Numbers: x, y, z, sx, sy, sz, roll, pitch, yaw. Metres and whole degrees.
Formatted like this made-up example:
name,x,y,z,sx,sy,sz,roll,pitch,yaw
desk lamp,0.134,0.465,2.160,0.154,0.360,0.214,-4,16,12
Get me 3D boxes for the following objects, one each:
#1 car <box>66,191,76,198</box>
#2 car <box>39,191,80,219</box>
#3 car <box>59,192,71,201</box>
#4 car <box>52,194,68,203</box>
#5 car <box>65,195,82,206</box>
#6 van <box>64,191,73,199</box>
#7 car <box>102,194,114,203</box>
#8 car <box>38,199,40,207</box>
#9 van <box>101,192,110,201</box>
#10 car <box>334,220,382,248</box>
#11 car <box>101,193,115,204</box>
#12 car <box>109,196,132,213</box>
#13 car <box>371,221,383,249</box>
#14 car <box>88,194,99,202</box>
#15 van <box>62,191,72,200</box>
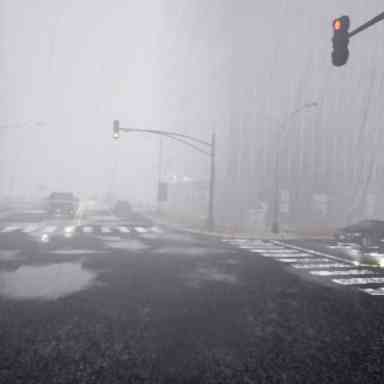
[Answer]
name,x,y,z,sx,sy,sz,roll,pitch,yaw
car,-31.322,0.596,86.300,2.192,1.841,5.009,2,0,-17
car,-10.437,0.994,26.663,2.150,2.045,5.566,2,0,-17
car,-24.840,0.865,65.163,1.967,1.590,4.097,2,0,-17
car,-21.602,1.063,54.593,1.947,1.339,4.313,2,0,-17
car,-16.784,1.191,47.333,2.033,1.411,5.357,2,0,-17
van,-28.079,0.694,75.732,1.690,1.788,3.998,2,0,-17
car,-15.691,1.199,62.190,1.967,1.590,4.097,2,0,-17
car,-16.738,1.182,38.740,1.802,1.307,4.206,2,0,-17
van,-18.931,1.028,72.759,1.690,1.788,3.998,2,0,-17
car,10.450,2.345,19.142,4.674,1.442,1.812,3,-1,-21
car,-14.065,1.110,56.906,2.192,1.841,5.009,2,0,-17
car,-7.541,1.498,35.783,1.947,1.339,4.313,2,0,-17
car,11.779,2.408,16.173,5.357,1.411,2.033,3,-1,-19
car,-19.215,1.164,64.940,1.812,1.442,4.674,2,0,-17
van,-26.458,0.730,70.447,1.690,1.788,3.998,2,0,-17
